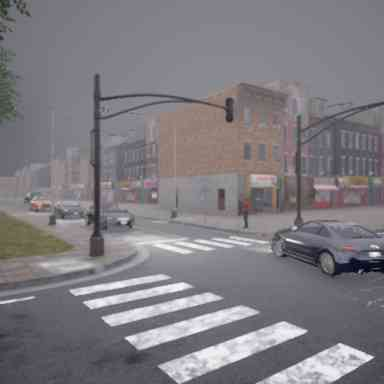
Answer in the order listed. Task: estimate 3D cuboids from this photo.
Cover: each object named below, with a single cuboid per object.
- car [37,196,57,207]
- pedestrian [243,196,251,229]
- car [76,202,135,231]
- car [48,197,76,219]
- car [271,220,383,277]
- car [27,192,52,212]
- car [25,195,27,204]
[{"bbox_3d":[-21.158,1.302,48.398,1.812,1.442,4.674,0,0,-35],"label":"car"},{"bbox_3d":[3.108,1.148,19.073,0.375,1.860,0.375,1,-1,-35],"label":"pedestrian"},{"bbox_3d":[-5.223,1.440,20.711,2.128,1.511,4.902,0,0,-35],"label":"car"},{"bbox_3d":[-10.508,1.404,28.199,1.812,1.442,4.674,0,0,-35],"label":"car"},{"bbox_3d":[4.155,1.543,10.336,1.994,1.385,4.181,0,0,-13],"label":"car"},{"bbox_3d":[-16.182,1.172,36.256,2.097,1.767,4.553,0,0,-35],"label":"car"},{"bbox_3d":[-26.835,0.983,56.438,2.150,2.045,5.566,0,0,-35],"label":"car"}]
